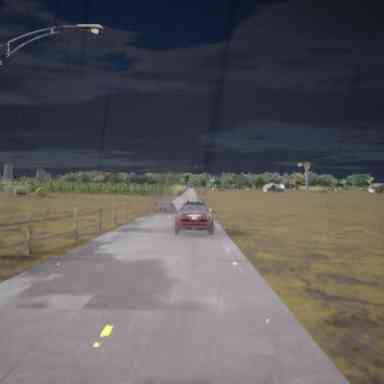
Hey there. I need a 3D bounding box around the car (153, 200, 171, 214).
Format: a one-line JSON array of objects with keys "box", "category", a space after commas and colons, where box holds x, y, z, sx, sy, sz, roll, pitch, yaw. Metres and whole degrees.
[{"box": [-2.794, 1.542, 34.190, 1.994, 1.385, 4.181, 1, 0, 0], "category": "car"}]

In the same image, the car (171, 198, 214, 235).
[{"box": [0.127, 1.370, 19.329, 2.097, 1.767, 4.553, 1, 0, 0], "category": "car"}]

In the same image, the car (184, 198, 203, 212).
[{"box": [0.147, 1.498, 39.748, 2.128, 1.511, 4.902, 1, 0, 0], "category": "car"}]
